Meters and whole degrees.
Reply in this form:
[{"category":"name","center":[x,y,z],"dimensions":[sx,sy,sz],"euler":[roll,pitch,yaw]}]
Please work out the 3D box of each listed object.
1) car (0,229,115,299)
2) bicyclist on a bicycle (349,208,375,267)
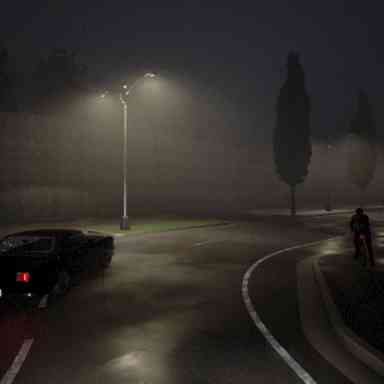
[{"category":"car","center":[-3.514,1.604,8.451],"dimensions":[1.895,1.301,4.718],"euler":[0,0,5]},{"category":"bicyclist on a bicycle","center":[4.974,1.305,9.834],"dimensions":[0.582,1.620,1.656],"euler":[0,0,18]}]
